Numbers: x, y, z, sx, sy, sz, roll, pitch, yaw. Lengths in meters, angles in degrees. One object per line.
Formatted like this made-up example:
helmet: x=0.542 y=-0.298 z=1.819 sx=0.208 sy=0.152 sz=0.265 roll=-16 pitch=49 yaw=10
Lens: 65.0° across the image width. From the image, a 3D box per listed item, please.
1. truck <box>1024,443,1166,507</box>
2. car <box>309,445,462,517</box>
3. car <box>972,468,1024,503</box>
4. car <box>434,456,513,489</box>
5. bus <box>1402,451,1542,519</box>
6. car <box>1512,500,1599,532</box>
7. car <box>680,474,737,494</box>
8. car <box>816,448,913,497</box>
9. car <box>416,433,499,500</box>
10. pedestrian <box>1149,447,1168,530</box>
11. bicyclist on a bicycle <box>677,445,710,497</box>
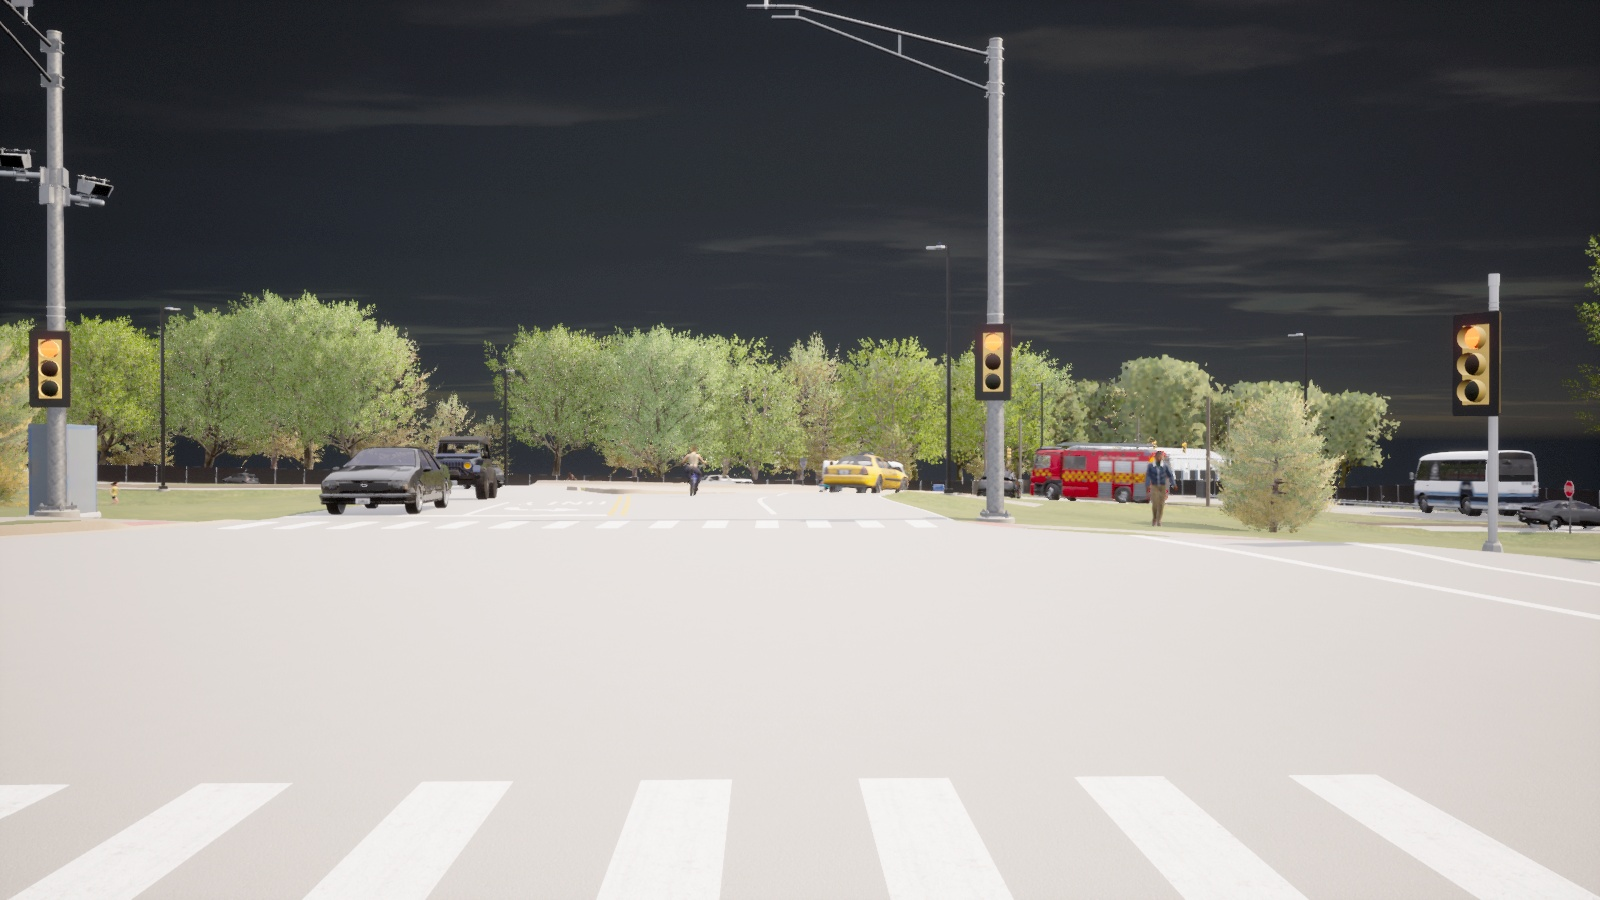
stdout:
truck: x=18.794 y=1.518 z=80.436 sx=8.468 sy=3.827 sz=2.891 roll=1 pitch=0 yaw=42
car: x=-8.879 y=0.613 z=27.407 sx=2.033 sy=1.411 sz=5.357 roll=0 pitch=0 yaw=-6
car: x=9.573 y=1.706 z=60.478 sx=2.128 sy=1.511 sz=4.902 roll=2 pitch=-1 yaw=13
car: x=-16.044 y=1.067 z=61.498 sx=2.128 sy=1.511 sz=4.902 roll=-1 pitch=0 yaw=-36
bus: x=44.885 y=2.304 z=84.404 sx=3.944 sy=4.253 sz=10.273 roll=0 pitch=-1 yaw=0
car: x=39.267 y=3.358 z=63.867 sx=4.902 sy=1.511 sz=2.128 roll=1 pitch=-1 yaw=-2
car: x=-6.955 y=2.590 z=95.296 sx=3.806 sy=1.475 sz=1.970 roll=1 pitch=-4 yaw=-31
car: x=2.432 y=0.849 z=45.613 sx=1.801 sy=1.575 sz=5.366 roll=0 pitch=-3 yaw=22
car: x=-10.076 y=0.492 z=37.226 sx=1.905 sy=1.878 sz=3.866 roll=0 pitch=-1 yaw=-8
pedestrian: x=8.533 y=0.905 z=29.905 sx=0.423 sy=1.949 sz=0.788 roll=0 pitch=1 yaw=14
bicyclist on a bicycle: x=-3.380 y=0.672 z=40.050 sx=0.866 sy=1.612 sz=1.509 roll=0 pitch=-1 yaw=2
